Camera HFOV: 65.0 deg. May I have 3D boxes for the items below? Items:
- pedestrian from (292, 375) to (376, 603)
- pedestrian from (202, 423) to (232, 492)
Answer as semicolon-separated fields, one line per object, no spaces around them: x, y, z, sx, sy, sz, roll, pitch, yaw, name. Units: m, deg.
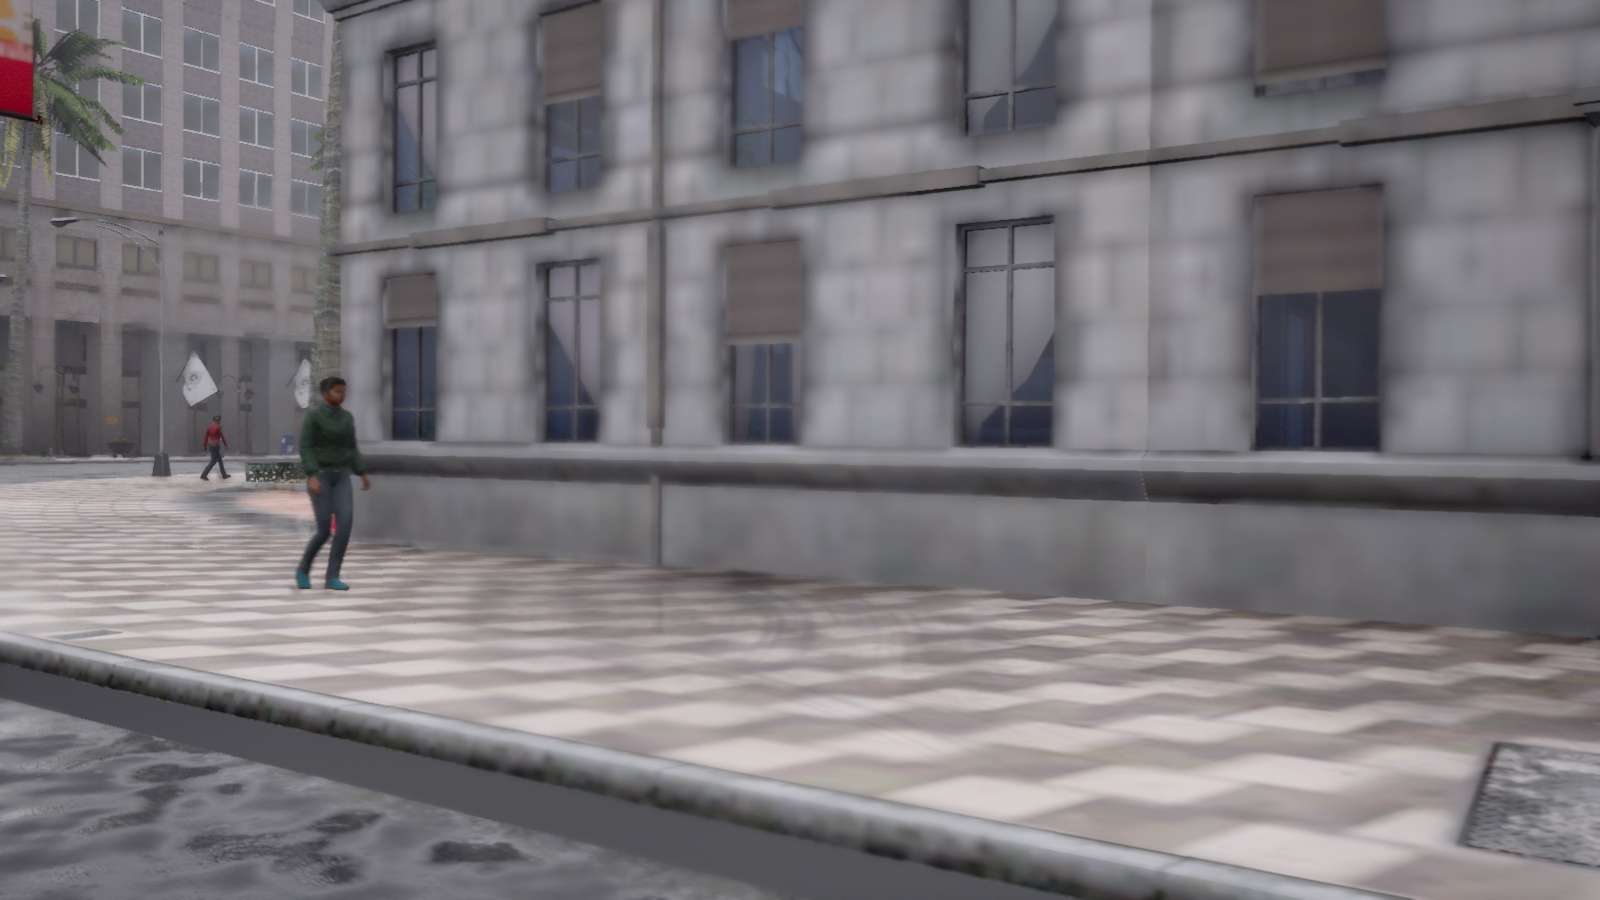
-3.902;0.314;10.510;0.614;1.847;0.353;0;1;35;pedestrian
-15.809;0.188;34.055;0.331;1.846;0.636;0;1;25;pedestrian
